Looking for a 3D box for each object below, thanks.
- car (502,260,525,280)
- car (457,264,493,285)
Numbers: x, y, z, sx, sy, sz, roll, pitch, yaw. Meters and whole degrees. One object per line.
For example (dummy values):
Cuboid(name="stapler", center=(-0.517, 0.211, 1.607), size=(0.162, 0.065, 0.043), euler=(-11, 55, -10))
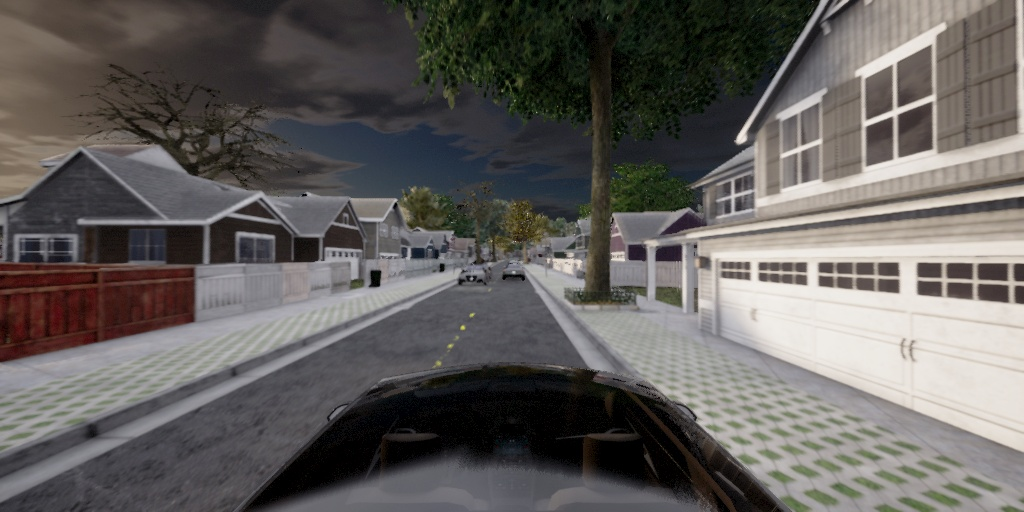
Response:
Cuboid(name="car", center=(0.155, 1.345, 32.286), size=(1.994, 1.385, 4.181), euler=(0, 0, 0))
Cuboid(name="car", center=(-2.701, 1.331, 25.944), size=(1.994, 1.385, 4.181), euler=(0, 0, 0))
